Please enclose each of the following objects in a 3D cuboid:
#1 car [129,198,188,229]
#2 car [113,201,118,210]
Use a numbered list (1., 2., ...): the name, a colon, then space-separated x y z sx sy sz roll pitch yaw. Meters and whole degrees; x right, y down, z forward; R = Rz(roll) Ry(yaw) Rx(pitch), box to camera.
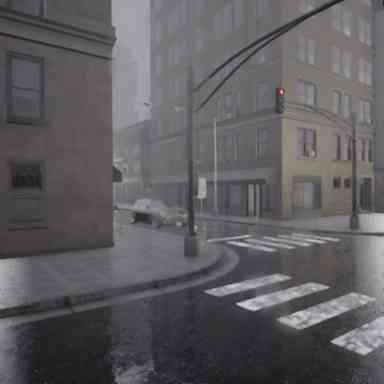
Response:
1. car: -2.016 1.178 20.202 2.097 1.767 4.553 -1 1 -36
2. car: -9.619 1.277 35.933 1.994 1.385 4.181 -1 1 -36
